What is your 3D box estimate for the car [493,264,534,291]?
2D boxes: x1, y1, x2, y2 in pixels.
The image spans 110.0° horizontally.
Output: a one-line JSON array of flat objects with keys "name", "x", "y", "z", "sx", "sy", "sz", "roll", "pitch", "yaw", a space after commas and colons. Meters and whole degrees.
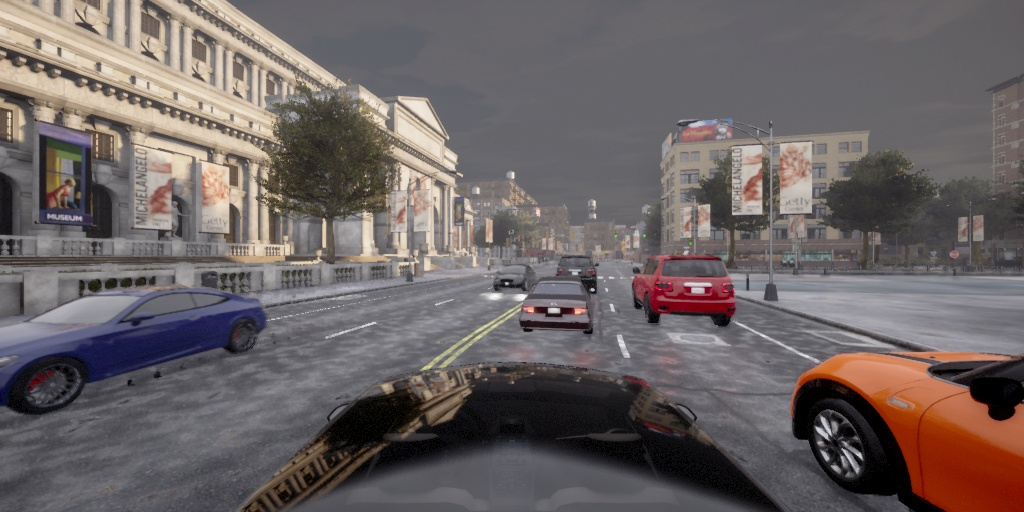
[{"name": "car", "x": 0.287, "y": 1.257, "z": 21.607, "sx": 1.837, "sy": 1.490, "sz": 4.892, "roll": 0, "pitch": -1, "yaw": 14}]

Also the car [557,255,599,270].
[{"name": "car", "x": 3.787, "y": 0.972, "z": 20.661, "sx": 2.150, "sy": 2.045, "sz": 5.566, "roll": 0, "pitch": 0, "yaw": 13}]

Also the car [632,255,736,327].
[{"name": "car", "x": 5.362, "y": 0.973, "z": 11.880, "sx": 2.150, "sy": 2.045, "sz": 5.566, "roll": 0, "pitch": 0, "yaw": 12}]

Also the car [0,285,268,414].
[{"name": "car", "x": -6.572, "y": 1.276, "z": 6.240, "sx": 1.812, "sy": 1.442, "sz": 4.674, "roll": 0, "pitch": 0, "yaw": 7}]

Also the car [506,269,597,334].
[{"name": "car", "x": 1.455, "y": 1.297, "z": 10.677, "sx": 2.033, "sy": 1.411, "sz": 5.357, "roll": 0, "pitch": 0, "yaw": 11}]

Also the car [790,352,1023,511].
[{"name": "car", "x": 3.833, "y": 1.102, "z": 1.689, "sx": 2.097, "sy": 1.767, "sz": 4.553, "roll": 0, "pitch": 0, "yaw": 0}]
